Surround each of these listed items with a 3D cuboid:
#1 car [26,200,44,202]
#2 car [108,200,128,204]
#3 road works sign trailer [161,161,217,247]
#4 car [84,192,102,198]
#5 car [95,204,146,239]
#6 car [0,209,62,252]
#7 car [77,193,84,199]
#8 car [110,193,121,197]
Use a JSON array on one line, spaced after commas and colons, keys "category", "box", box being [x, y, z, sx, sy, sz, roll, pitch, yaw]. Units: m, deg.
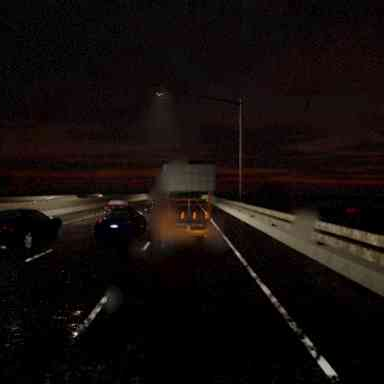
[{"category": "car", "box": [-17.944, 1.513, 37.643, 1.895, 1.301, 4.718, 0, 0, 0]}, {"category": "car", "box": [-7.202, 1.471, 32.658, 2.033, 1.411, 5.357, 0, 0, -1]}, {"category": "road works sign trailer", "box": [-0.135, 0.431, 14.732, 2.380, 3.560, 2.880, 0, 0, -1]}, {"category": "car", "box": [-21.686, 1.024, 74.151, 2.150, 2.045, 5.566, 0, 0, -1]}, {"category": "car", "box": [-3.557, 1.525, 17.118, 1.994, 1.385, 4.181, 0, 0, -1]}, {"category": "car", "box": [-7.025, 1.447, 13.731, 1.882, 1.535, 5.008, 0, 0, -1]}, {"category": "car", "box": [-25.217, 1.009, 77.509, 2.097, 1.767, 4.553, 0, 0, -1]}, {"category": "car", "box": [-18.233, 1.036, 79.210, 1.882, 1.535, 5.008, 0, 0, -1]}]
